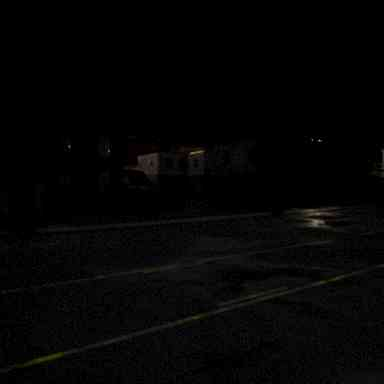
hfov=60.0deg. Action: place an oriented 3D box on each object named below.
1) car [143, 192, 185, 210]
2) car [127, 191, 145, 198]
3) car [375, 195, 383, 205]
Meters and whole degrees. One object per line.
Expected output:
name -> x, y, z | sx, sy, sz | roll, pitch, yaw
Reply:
car -> -2.619, 1.019, 33.951 | 3.806, 1.475, 1.970 | -1, 1, -35
car -> -6.457, 0.654, 41.163 | 5.027, 1.636, 2.152 | 0, 0, -35
car -> 18.466, 0.671, 30.017 | 5.008, 1.535, 1.882 | -1, 1, -36
